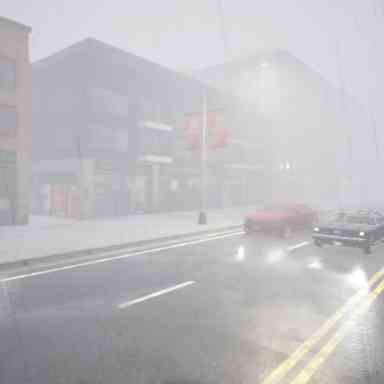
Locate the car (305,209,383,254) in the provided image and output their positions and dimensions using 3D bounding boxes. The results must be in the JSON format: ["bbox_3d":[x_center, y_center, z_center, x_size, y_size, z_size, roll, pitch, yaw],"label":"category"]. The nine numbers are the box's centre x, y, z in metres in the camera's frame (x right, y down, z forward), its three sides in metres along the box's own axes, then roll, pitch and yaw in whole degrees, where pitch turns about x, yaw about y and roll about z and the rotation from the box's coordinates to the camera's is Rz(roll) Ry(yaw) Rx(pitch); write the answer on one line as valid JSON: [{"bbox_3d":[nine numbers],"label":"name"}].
[{"bbox_3d":[6.265,1.386,12.805,1.895,1.301,4.718,2,2,39],"label":"car"}]

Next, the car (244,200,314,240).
[{"bbox_3d":[4.251,1.172,15.463,1.882,1.535,5.008,2,2,39],"label":"car"}]
